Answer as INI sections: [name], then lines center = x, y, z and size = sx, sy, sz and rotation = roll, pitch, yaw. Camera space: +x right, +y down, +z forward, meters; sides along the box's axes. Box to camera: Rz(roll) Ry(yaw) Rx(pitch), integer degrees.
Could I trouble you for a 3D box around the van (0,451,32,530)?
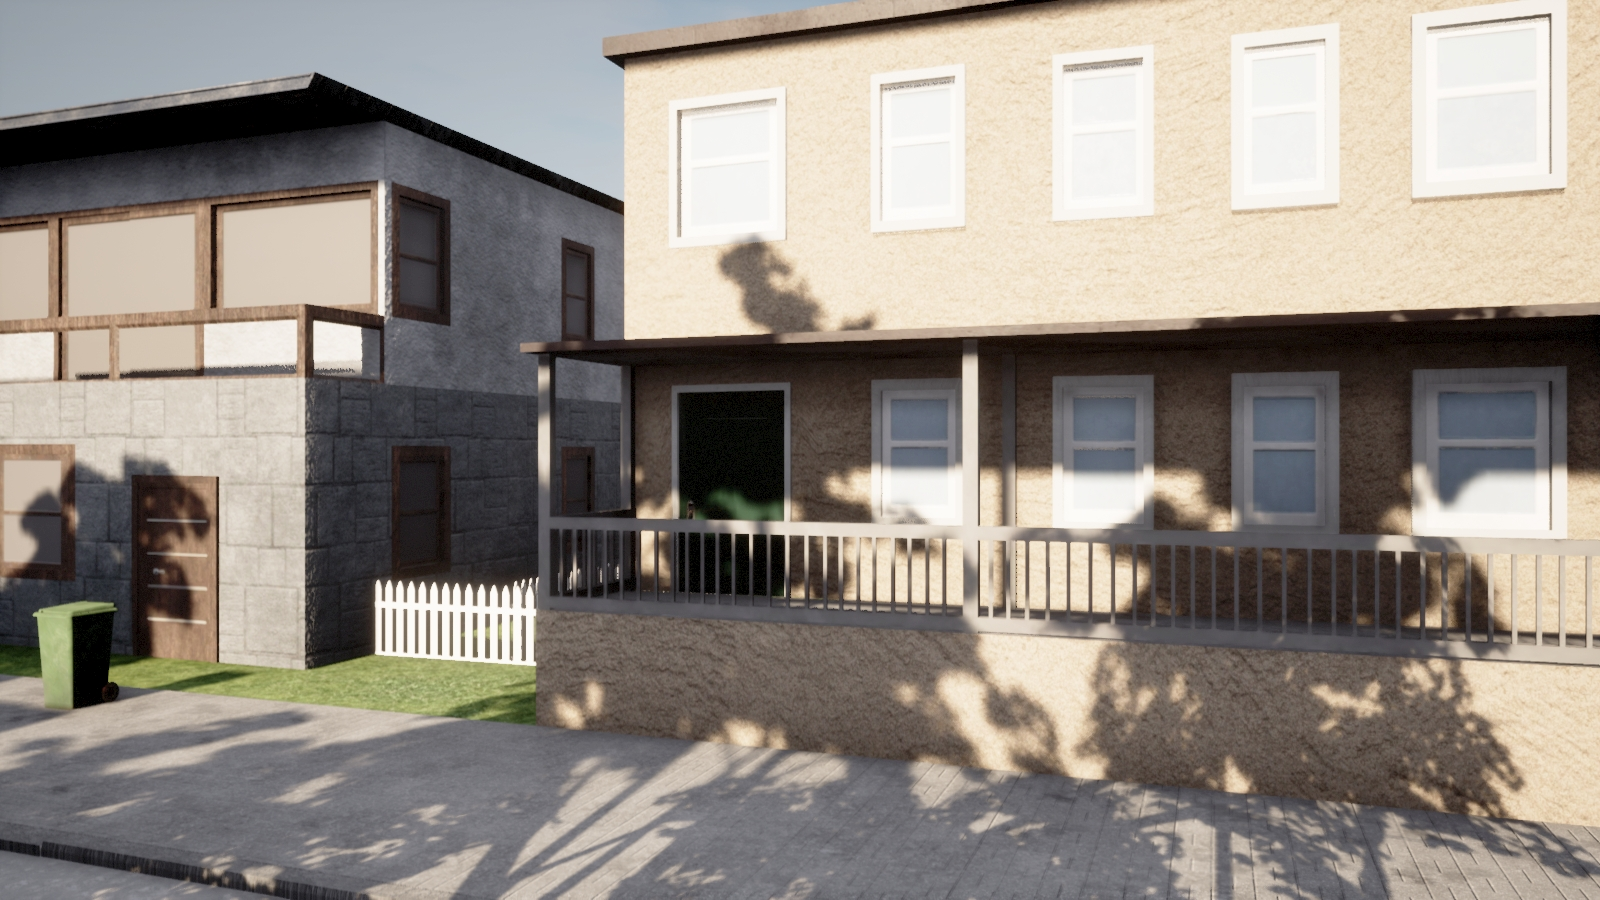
[van]
center = -27.753, 1.329, 35.973
size = 1.988, 2.561, 5.915
rotation = 0, 0, 20
